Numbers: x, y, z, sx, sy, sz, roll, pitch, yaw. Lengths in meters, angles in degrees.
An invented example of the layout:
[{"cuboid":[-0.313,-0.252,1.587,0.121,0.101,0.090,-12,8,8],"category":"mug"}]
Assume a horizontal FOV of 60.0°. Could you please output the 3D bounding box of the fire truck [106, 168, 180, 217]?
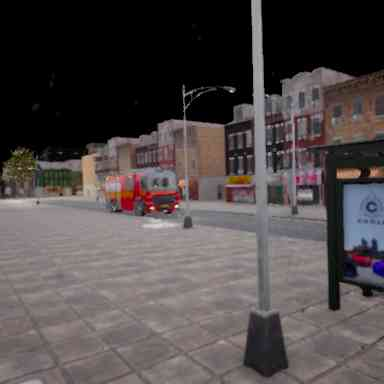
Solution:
[{"cuboid":[-4.499,-0.018,28.366,2.891,3.827,8.468,-3,2,-35],"category":"fire truck"}]
